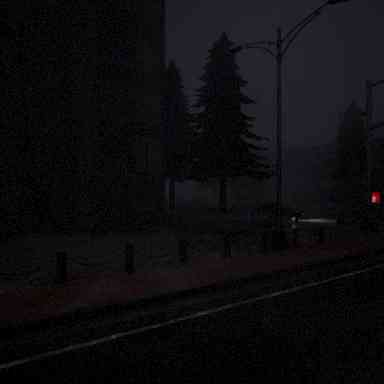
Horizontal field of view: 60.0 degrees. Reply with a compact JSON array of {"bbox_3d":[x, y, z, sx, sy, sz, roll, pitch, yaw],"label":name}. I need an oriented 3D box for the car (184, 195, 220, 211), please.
[{"bbox_3d":[1.330,1.493,37.662,1.882,1.535,5.008,0,0,-37],"label":"car"}]

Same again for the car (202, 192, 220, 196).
[{"bbox_3d":[5.165,1.113,92.444,1.932,1.855,4.605,0,0,-37],"label":"car"}]

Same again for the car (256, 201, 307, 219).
[{"bbox_3d":[7.753,1.541,29.188,1.812,1.442,4.674,0,0,-38],"label":"car"}]

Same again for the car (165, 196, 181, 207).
[{"bbox_3d":[-3.591,1.616,50.451,1.895,1.301,4.718,0,0,-34],"label":"car"}]

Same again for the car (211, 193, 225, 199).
[{"bbox_3d":[7.253,1.092,94.506,1.905,1.878,3.866,0,0,-37],"label":"car"}]

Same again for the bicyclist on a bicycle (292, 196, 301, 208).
[{"bbox_3d":[11.472,1.316,36.639,1.656,1.620,0.582,0,0,-37],"label":"bicyclist on a bicycle"}]
